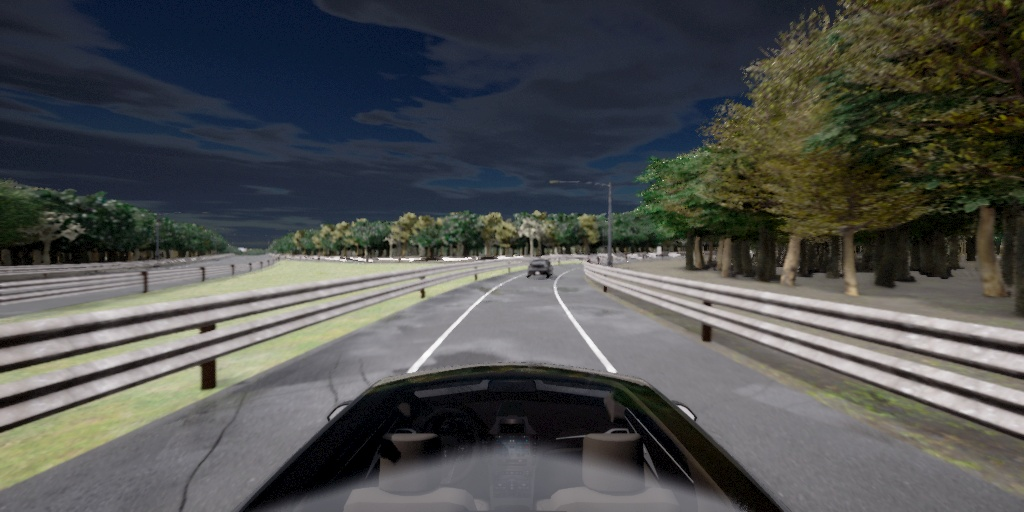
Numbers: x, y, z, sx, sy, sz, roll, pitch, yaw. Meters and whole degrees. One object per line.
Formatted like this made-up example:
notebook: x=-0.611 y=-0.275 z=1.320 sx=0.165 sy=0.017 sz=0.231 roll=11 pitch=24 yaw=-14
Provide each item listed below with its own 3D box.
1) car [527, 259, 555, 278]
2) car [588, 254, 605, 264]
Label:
car: x=2.464 y=1.015 z=30.260 sx=1.837 sy=1.490 sz=4.892 roll=0 pitch=2 yaw=12
car: x=14.607 y=0.401 z=61.794 sx=2.097 sy=1.767 sz=4.553 roll=1 pitch=1 yaw=30
